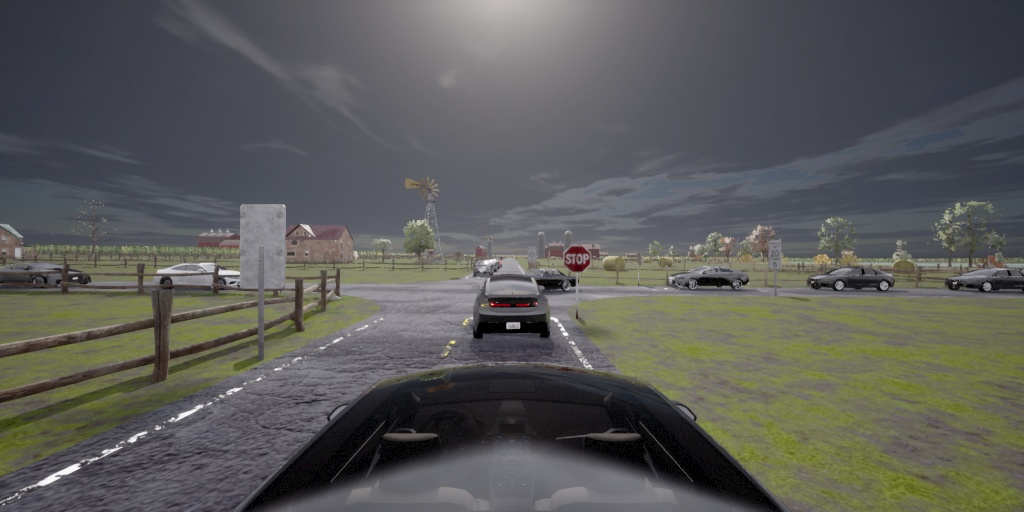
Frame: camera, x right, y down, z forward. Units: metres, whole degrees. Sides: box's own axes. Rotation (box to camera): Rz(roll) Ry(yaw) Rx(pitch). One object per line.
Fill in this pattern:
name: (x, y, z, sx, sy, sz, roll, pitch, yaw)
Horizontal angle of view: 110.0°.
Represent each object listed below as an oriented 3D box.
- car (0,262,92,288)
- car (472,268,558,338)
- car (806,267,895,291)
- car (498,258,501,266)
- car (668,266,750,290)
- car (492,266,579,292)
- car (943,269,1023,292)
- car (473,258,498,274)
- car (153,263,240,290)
car: (-26.372, 1.048, 19.977, 4.181, 1.385, 1.994, 1, -1, -1)
car: (-0.078, 1.256, 10.154, 1.837, 1.490, 4.892, 0, 0, -3)
car: (22.190, 1.499, 23.609, 4.892, 1.490, 1.837, 1, -1, -1)
car: (-2.872, 1.241, 46.285, 2.128, 1.511, 4.902, 0, 0, 0)
car: (12.788, 1.397, 23.434, 4.902, 1.511, 2.128, 1, -1, -2)
car: (1.491, 1.369, 20.201, 4.718, 1.301, 1.895, 1, 0, -35)
car: (31.692, 1.587, 23.734, 4.892, 1.490, 1.837, 1, -1, -1)
car: (-2.875, 1.243, 36.839, 2.128, 1.511, 4.902, 0, 0, 0)
car: (-17.252, 1.104, 20.103, 4.674, 1.442, 1.812, 1, -1, -1)
